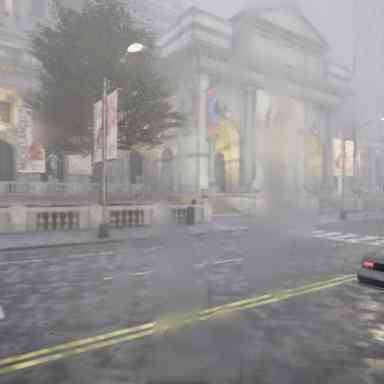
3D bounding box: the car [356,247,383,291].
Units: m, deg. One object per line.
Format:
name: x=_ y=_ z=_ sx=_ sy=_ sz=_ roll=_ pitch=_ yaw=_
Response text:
car: x=6.122 y=1.610 z=7.967 sx=5.357 sy=1.411 sz=2.033 roll=0 pitch=0 yaw=-35
